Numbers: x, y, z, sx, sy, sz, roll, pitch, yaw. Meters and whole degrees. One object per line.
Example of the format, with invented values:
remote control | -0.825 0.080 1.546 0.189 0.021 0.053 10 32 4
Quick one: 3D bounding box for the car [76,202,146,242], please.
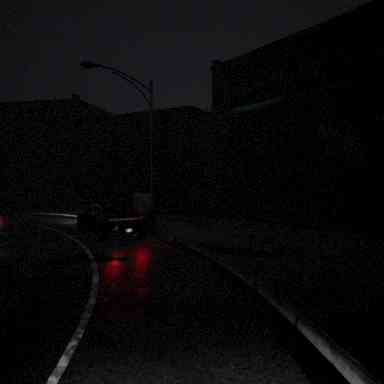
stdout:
car | -3.729 1.179 14.779 2.128 1.511 4.902 -1 3 -33
